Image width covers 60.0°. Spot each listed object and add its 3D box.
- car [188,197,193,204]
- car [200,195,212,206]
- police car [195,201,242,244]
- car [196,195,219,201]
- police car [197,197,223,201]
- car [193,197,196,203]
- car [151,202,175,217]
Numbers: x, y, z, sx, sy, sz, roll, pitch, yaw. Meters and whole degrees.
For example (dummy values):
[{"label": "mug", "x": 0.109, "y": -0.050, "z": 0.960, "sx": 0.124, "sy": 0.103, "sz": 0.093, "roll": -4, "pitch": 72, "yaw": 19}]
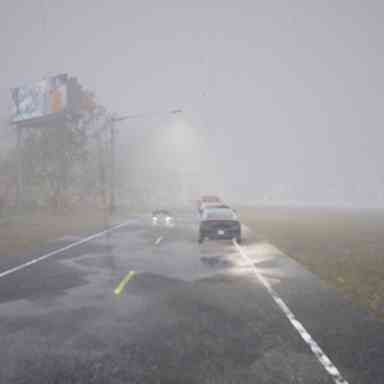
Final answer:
[{"label": "car", "x": 0.150, "y": 1.916, "z": 74.543, "sx": 1.882, "sy": 1.535, "sz": 5.008, "roll": 0, "pitch": -1, "yaw": 5}, {"label": "car", "x": 2.956, "y": 1.645, "z": 67.183, "sx": 2.150, "sy": 2.045, "sz": 5.566, "roll": 0, "pitch": -1, "yaw": 5}, {"label": "police car", "x": 1.249, "y": 1.453, "z": 16.219, "sx": 1.930, "sy": 1.638, "sz": 5.238, "roll": 0, "pitch": 0, "yaw": 1}, {"label": "car", "x": 1.768, "y": 1.333, "z": 32.079, "sx": 2.150, "sy": 2.045, "sz": 5.566, "roll": 0, "pitch": 0, "yaw": 2}, {"label": "police car", "x": 1.537, "y": 1.498, "z": 26.182, "sx": 1.930, "sy": 1.638, "sz": 5.238, "roll": 0, "pitch": 0, "yaw": 2}, {"label": "car", "x": 1.728, "y": 1.627, "z": 51.215, "sx": 2.097, "sy": 1.767, "sz": 4.553, "roll": 0, "pitch": -1, "yaw": 4}, {"label": "car", "x": -2.810, "y": 1.665, "z": 33.505, "sx": 2.033, "sy": 1.411, "sz": 5.357, "roll": 0, "pitch": 0, "yaw": 3}]
